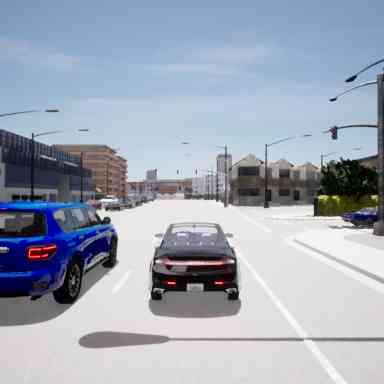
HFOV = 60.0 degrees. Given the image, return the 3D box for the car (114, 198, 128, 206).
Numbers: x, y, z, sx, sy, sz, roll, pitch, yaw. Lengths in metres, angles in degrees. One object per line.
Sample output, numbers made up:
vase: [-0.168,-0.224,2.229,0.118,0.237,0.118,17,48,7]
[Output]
car: [-14.090,1.964,66.324,1.895,1.301,4.718,0,1,0]

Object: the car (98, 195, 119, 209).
car: [-14.149,1.650,56.573,2.150,2.045,5.566,0,0,0]

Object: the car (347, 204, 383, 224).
car: [15.071,1.685,25.515,5.357,1.411,2.033,0,-1,0]

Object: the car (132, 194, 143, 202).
car: [-14.102,1.536,86.623,2.097,1.767,4.553,0,0,0]

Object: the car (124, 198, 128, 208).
car: [-10.651,1.936,46.087,1.994,1.385,4.181,0,0,0]

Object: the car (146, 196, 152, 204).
car: [-10.587,1.758,73.756,1.837,1.490,4.892,0,1,0]

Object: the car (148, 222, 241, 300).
car: [0.059,1.506,8.387,2.128,1.511,4.902,0,0,0]

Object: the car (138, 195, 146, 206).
car: [-10.621,1.898,63.584,1.837,1.490,4.892,0,1,1]

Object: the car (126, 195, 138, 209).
car: [-10.648,1.784,54.677,2.097,1.767,4.553,0,0,0]

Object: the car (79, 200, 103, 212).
car: [-14.155,1.860,46.869,1.882,1.535,5.008,0,-1,0]

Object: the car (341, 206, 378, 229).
car: [12.526,1.688,21.829,4.718,1.301,1.895,0,-1,0]

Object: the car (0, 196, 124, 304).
car: [-3.442,1.239,8.343,2.150,2.045,5.566,0,0,0]

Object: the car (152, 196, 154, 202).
car: [-10.599,1.714,84.064,2.033,1.411,5.357,0,0,0]

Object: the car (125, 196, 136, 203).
car: [-14.090,1.724,76.419,1.837,1.490,4.892,0,1,0]
